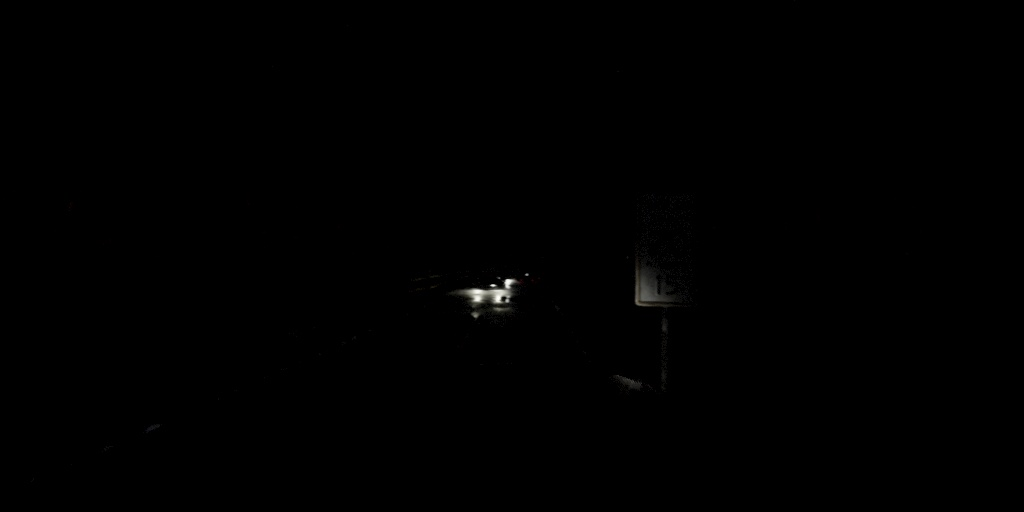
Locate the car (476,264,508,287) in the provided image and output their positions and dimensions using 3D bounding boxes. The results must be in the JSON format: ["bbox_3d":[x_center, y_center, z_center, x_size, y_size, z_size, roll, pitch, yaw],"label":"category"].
[{"bbox_3d":[-1.633,1.533,28.101,1.882,1.535,5.008,1,-1,3],"label":"car"}]

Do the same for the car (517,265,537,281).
[{"bbox_3d":[1.511,1.749,35.536,1.994,1.385,4.181,1,-1,3],"label":"car"}]

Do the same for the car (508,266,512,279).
[{"bbox_3d":[-1.121,1.694,39.288,1.837,1.490,4.892,1,-1,3],"label":"car"}]
